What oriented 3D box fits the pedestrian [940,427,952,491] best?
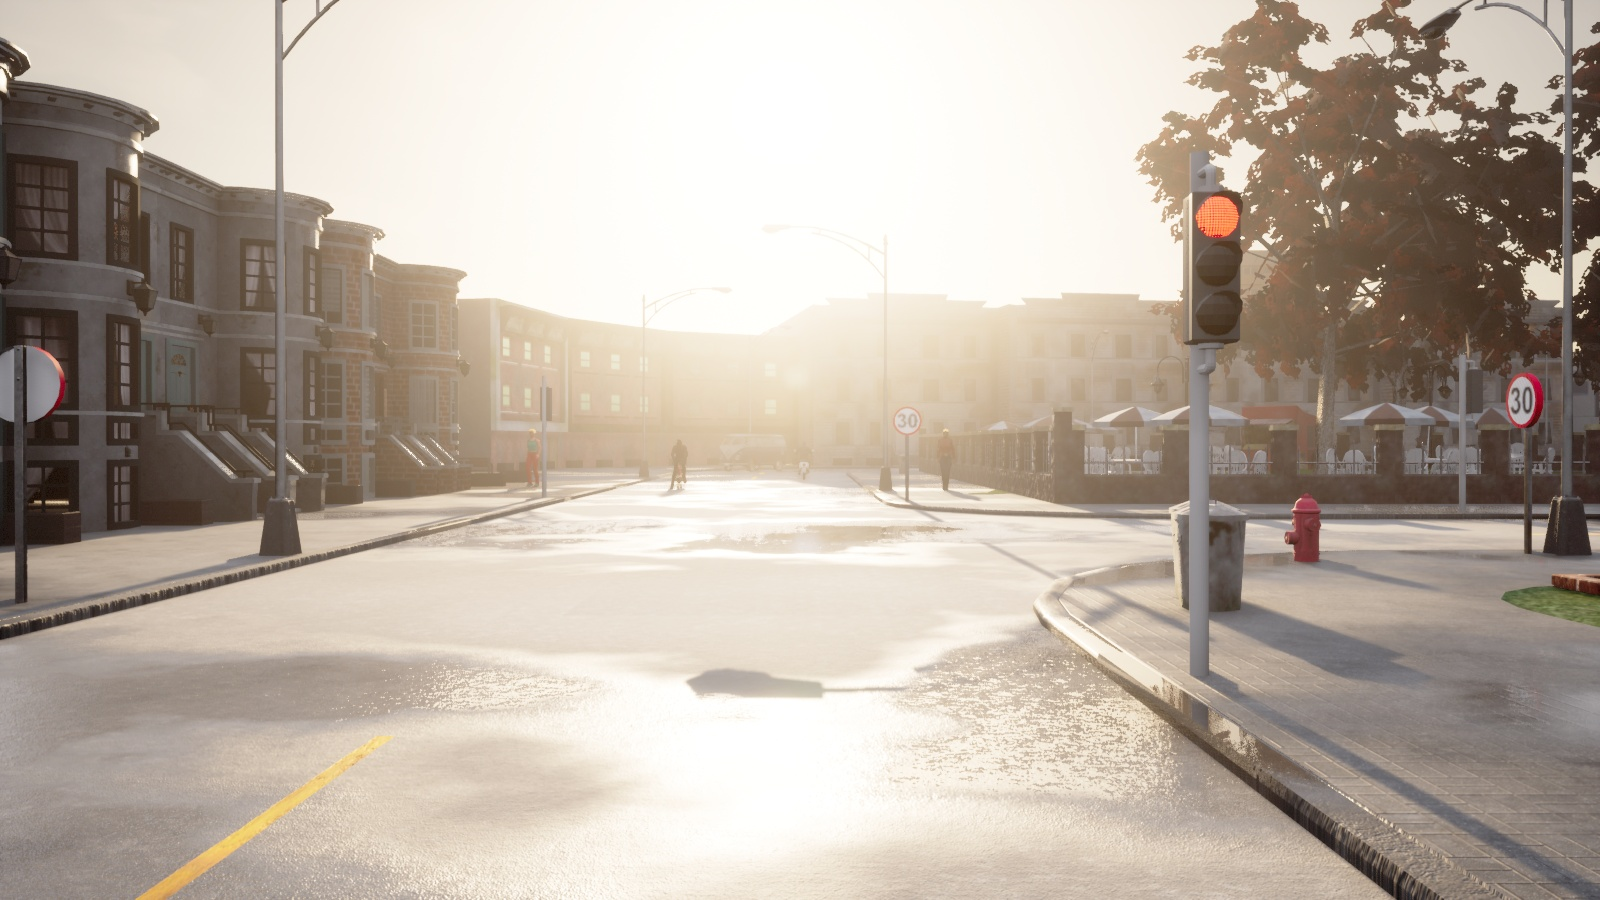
[{"bbox_3d":[4.218,0.255,36.265,0.331,1.846,0.636,0,0,8],"label":"pedestrian"}]

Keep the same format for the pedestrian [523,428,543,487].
[{"bbox_3d":[-8.407,0.221,39.485,0.345,1.836,0.594,0,0,21],"label":"pedestrian"}]

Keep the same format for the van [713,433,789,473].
[{"bbox_3d":[-2.504,0.129,65.481,1.775,1.987,4.442,0,0,32],"label":"van"}]

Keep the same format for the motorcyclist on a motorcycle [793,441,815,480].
[{"bbox_3d":[0.167,0.407,51.890,0.866,1.590,1.817,0,0,0],"label":"motorcyclist on a motorcycle"}]
